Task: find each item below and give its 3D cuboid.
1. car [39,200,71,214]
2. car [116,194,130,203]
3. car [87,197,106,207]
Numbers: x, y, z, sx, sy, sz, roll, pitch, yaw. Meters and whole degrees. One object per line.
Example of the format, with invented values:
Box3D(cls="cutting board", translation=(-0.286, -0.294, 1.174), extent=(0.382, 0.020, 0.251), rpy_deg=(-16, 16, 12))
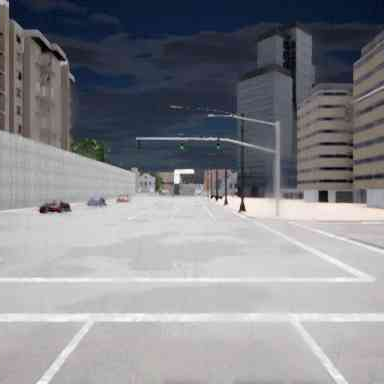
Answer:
Box3D(cls="car", translation=(-14.009, 1.495, 34.201), extent=(1.994, 1.385, 4.181), rpy_deg=(0, 0, 0))
Box3D(cls="car", translation=(-13.833, 1.222, 66.983), extent=(2.097, 1.767, 4.553), rpy_deg=(0, 0, 0))
Box3D(cls="car", translation=(-13.963, 1.428, 48.859), extent=(1.812, 1.442, 4.674), rpy_deg=(0, 0, 0))
